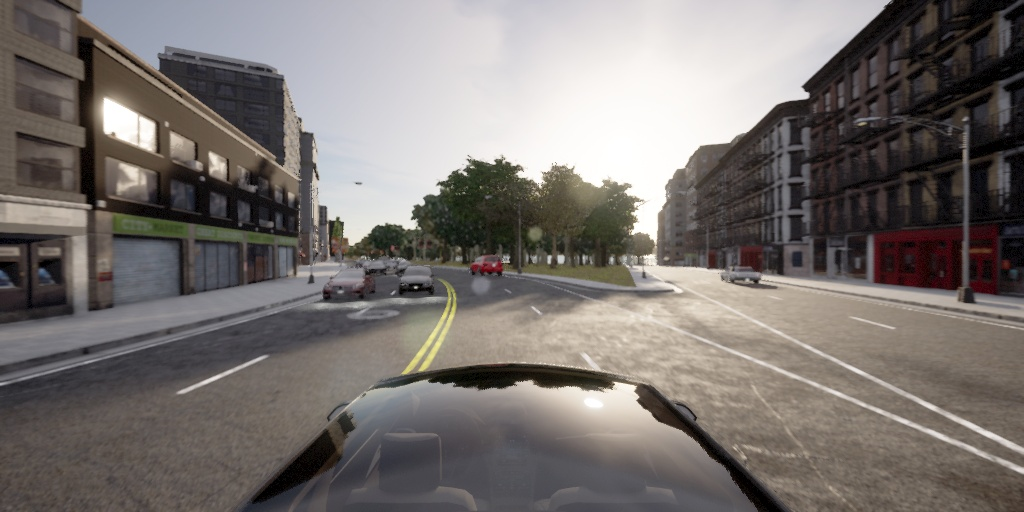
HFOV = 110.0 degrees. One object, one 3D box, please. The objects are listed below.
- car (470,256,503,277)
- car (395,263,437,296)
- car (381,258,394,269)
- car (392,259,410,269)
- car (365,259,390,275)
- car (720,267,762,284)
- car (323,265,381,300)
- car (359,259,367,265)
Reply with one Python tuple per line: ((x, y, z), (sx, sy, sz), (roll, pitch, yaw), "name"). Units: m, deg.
((-2.651, 1.012, 36.493), (2.150, 2.045, 5.566), (0, 0, -21), "car")
((-5.412, 1.355, 20.724), (1.837, 1.490, 4.892), (0, 0, -12), "car")
((-19.551, 1.475, 57.736), (2.128, 1.511, 4.902), (-1, 0, -25), "car")
((-13.288, 1.440, 44.366), (1.837, 1.490, 4.892), (-1, -1, -24), "car")
((-15.849, 1.442, 42.114), (1.882, 1.535, 5.008), (-1, 0, -24), "car")
((18.338, 1.512, 29.033), (1.895, 1.301, 4.718), (0, -1, 17), "car")
((-8.416, 1.411, 18.977), (1.812, 1.442, 4.674), (-1, 0, -11), "car")
((-22.962, 1.546, 57.343), (1.812, 1.442, 4.674), (-1, 0, -25), "car")
